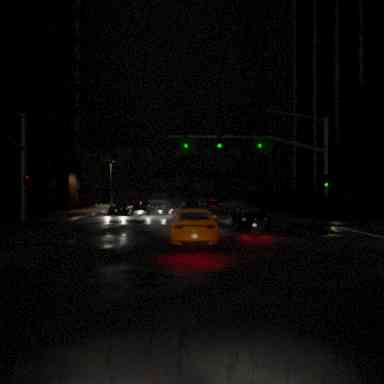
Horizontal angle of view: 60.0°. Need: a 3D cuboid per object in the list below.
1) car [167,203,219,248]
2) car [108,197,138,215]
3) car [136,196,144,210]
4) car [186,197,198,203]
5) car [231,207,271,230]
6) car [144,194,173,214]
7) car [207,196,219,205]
[{"bbox_3d":[0.101,1.483,14.792,1.882,1.535,5.008,0,0,0],"label":"car"},{"bbox_3d":[-7.086,1.517,33.530,1.837,1.490,4.892,0,0,0],"label":"car"},{"bbox_3d":[-7.037,1.368,42.717,2.097,1.767,4.553,0,0,1],"label":"car"},{"bbox_3d":[0.002,1.585,57.594,1.994,1.385,4.181,0,0,0],"label":"car"},{"bbox_3d":[3.601,1.608,21.317,1.895,1.301,4.718,0,0,0],"label":"car"},{"bbox_3d":[-3.570,1.235,36.484,2.150,2.045,5.566,0,0,0],"label":"car"},{"bbox_3d":[3.502,1.525,57.054,1.837,1.490,4.892,0,0,0],"label":"car"}]
